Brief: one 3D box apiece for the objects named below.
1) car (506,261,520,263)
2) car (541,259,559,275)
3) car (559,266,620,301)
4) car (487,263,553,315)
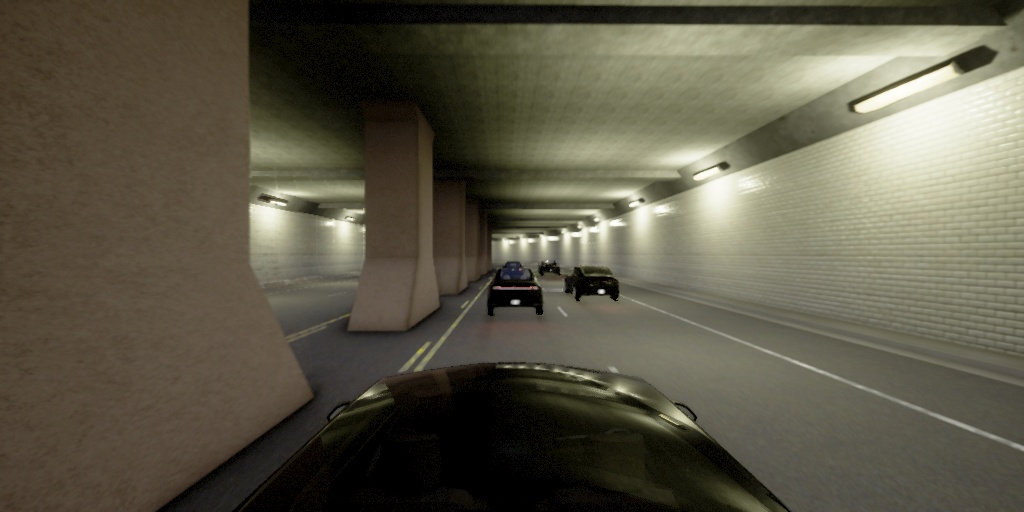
[{"bbox_3d":[0.107,1.152,31.819,2.033,1.411,5.357,0,0,0],"label":"car"},{"bbox_3d":[3.607,1.080,35.416,2.128,1.511,4.902,0,0,0],"label":"car"},{"bbox_3d":[3.603,1.182,16.860,1.837,1.490,4.892,0,0,0],"label":"car"},{"bbox_3d":[0.103,1.185,13.325,2.128,1.511,4.902,0,0,0],"label":"car"}]
